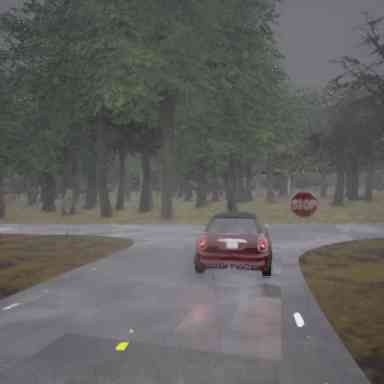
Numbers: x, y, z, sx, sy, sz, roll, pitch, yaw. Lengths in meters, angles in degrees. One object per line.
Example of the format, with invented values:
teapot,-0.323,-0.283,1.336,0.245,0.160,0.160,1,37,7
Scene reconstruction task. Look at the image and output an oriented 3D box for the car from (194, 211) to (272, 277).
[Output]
car,1.424,1.411,10.714,2.097,1.767,4.553,0,0,11
